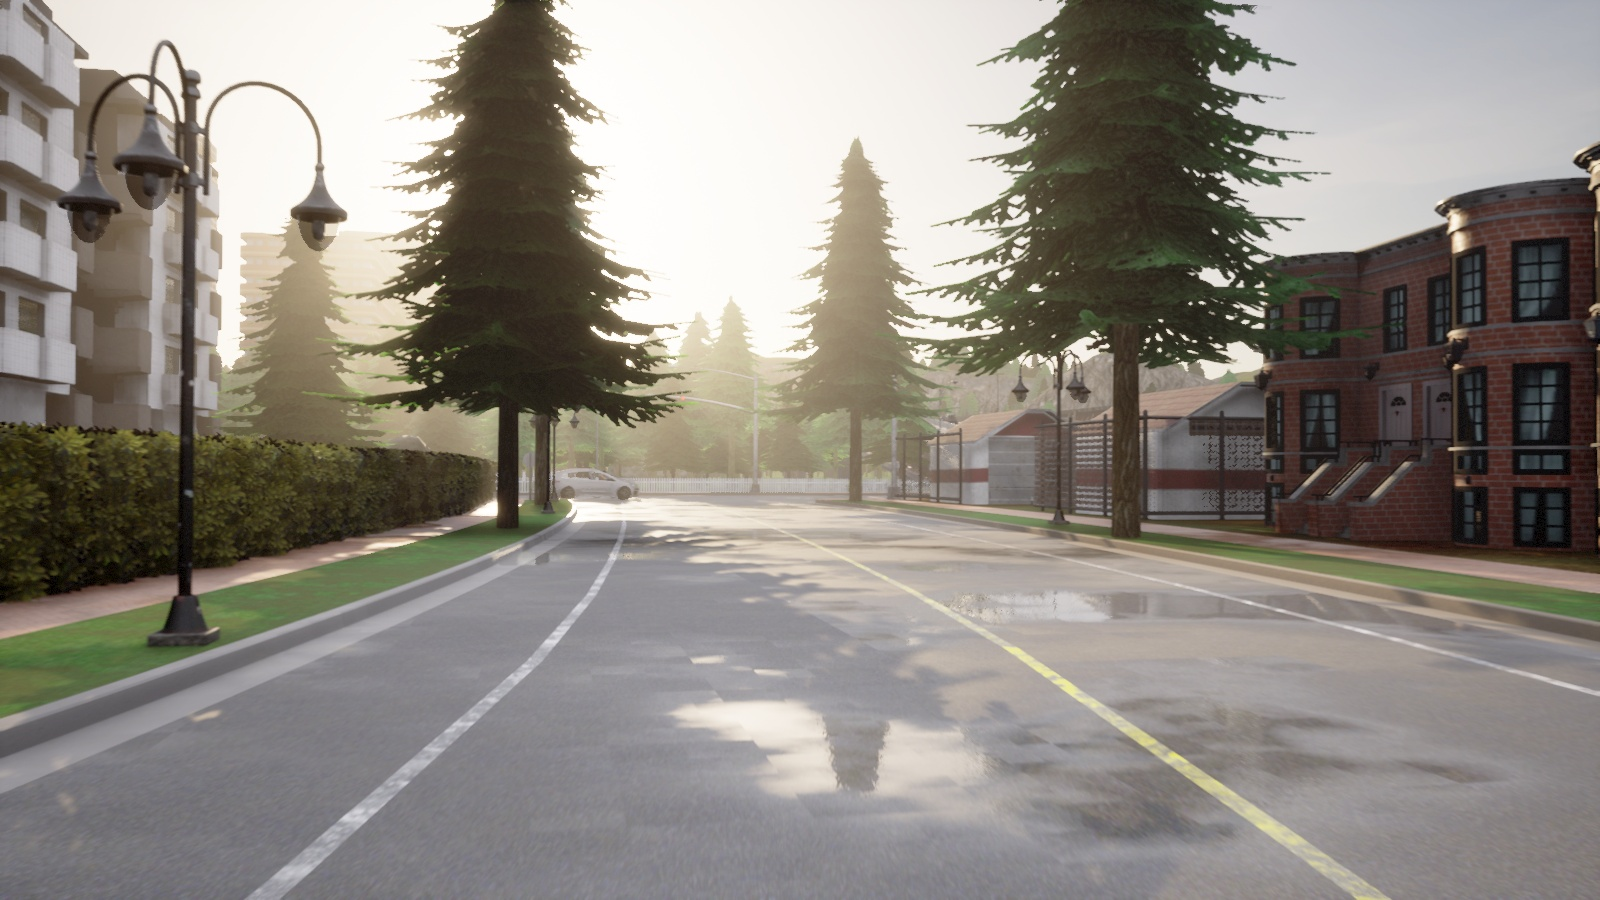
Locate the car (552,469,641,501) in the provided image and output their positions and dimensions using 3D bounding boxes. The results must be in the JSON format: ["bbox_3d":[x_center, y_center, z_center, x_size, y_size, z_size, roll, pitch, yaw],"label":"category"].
[{"bbox_3d":[-10.899,1.869,67.314,4.611,1.667,2.242,0,-1,-10],"label":"car"}]
